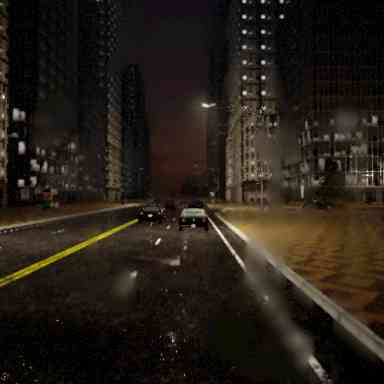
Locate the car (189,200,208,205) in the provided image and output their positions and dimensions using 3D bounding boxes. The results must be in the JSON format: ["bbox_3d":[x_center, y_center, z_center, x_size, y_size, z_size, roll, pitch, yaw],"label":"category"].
[{"bbox_3d":[0.884,1.773,41.057,1.882,1.535,5.008,1,0,11],"label":"car"}]

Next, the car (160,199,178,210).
[{"bbox_3d":[-3.158,1.927,49.214,2.033,1.411,5.357,0,-1,0],"label":"car"}]

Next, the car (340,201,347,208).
[{"bbox_3d":[21.962,1.755,52.746,4.829,1.417,1.752,-1,-1,-1],"label":"car"}]

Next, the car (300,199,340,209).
[{"bbox_3d":[16.681,1.630,44.298,4.403,1.369,2.008,-1,-1,-1],"label":"car"}]

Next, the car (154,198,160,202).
[{"bbox_3d":[-9.752,2.355,94.020,1.895,1.301,4.718,0,0,0],"label":"car"}]

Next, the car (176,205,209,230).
[{"bbox_3d":[0.096,1.782,22.407,1.895,1.301,4.718,0,0,0],"label":"car"}]

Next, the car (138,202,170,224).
[{"bbox_3d":[-3.150,1.785,27.197,1.994,1.385,4.181,0,0,0],"label":"car"}]
